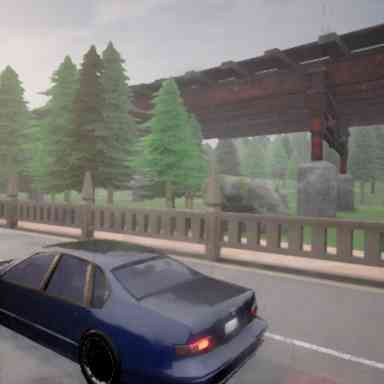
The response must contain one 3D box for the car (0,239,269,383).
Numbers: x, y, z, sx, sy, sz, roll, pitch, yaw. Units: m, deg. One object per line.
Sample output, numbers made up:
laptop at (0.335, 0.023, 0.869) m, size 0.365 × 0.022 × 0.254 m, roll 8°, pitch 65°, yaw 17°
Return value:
car at (-1.606, 1.482, 5.129) m, size 5.357 × 1.411 × 2.033 m, roll 1°, pitch 1°, yaw 35°
